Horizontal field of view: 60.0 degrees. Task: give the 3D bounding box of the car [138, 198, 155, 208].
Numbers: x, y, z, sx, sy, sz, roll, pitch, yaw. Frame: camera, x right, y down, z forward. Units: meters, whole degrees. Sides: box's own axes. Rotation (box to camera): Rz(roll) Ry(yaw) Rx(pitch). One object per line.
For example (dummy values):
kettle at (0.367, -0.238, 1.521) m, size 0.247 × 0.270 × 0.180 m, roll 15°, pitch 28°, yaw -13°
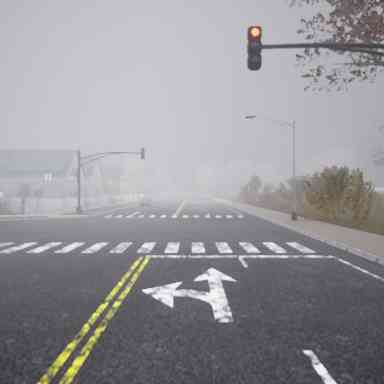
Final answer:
car at (-6.473, 1.527, 47.994) m, size 2.033 × 1.411 × 5.357 m, roll 0°, pitch 0°, yaw 0°
